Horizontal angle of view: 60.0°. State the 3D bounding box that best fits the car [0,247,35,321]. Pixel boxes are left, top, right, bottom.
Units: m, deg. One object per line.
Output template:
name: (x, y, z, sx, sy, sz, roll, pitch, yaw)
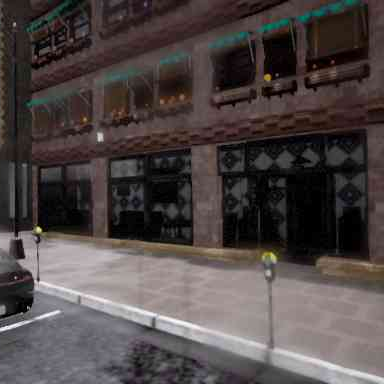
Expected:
car: (-4.671, 1.551, 6.222, 4.403, 1.369, 2.008, 0, -1, 36)
